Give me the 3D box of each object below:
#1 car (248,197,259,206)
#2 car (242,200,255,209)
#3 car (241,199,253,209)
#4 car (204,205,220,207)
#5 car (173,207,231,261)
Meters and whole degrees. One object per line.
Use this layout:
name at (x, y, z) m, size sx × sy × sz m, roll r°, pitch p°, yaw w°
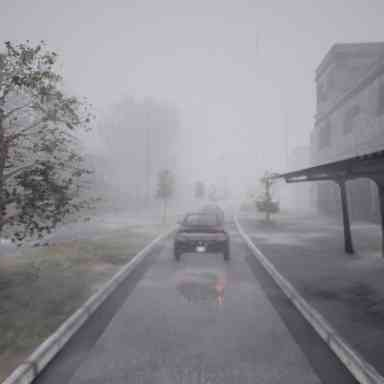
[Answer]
car at (16.120, 2.468, 86.864) m, size 2.435 × 2.045 × 5.566 m, roll 0°, pitch -1°, yaw 12°
car at (10.173, 2.230, 59.783) m, size 2.163 × 1.488 × 4.792 m, roll 0°, pitch -1°, yaw 12°
car at (9.017, 2.095, 54.408) m, size 2.097 × 1.535 × 5.008 m, roll -1°, pitch -1°, yaw 12°
car at (1.634, 1.721, 27.489) m, size 1.994 × 1.385 × 4.181 m, roll 0°, pitch -1°, yaw 7°
car at (0.423, 1.527, 12.499) m, size 2.128 × 1.511 × 4.902 m, roll 0°, pitch 0°, yaw 4°
